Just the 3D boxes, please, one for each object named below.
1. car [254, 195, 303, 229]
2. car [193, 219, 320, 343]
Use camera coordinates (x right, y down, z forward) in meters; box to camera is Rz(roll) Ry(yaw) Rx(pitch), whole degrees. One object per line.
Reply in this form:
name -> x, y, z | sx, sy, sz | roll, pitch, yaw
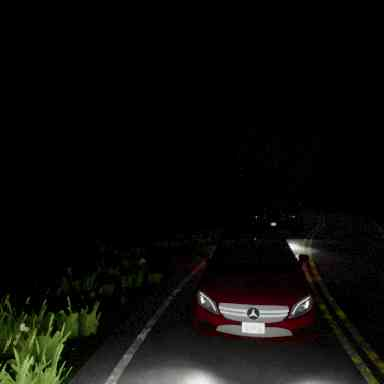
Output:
car -> 5.008, 1.215, 18.849 | 2.150, 2.045, 5.566 | -2, -1, 22
car -> 1.233, 1.534, 6.679 | 1.812, 1.442, 4.674 | -1, 0, 11
